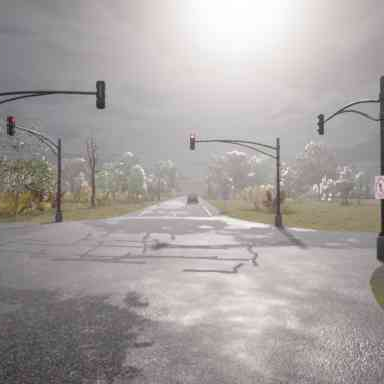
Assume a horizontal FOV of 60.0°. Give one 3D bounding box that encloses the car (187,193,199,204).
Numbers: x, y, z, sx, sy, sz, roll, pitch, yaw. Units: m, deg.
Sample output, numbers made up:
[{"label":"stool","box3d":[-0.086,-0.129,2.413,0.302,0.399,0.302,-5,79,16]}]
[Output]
[{"label":"car","box3d":[0.156,1.293,67.658,2.150,2.045,5.566,0,0,0]}]
